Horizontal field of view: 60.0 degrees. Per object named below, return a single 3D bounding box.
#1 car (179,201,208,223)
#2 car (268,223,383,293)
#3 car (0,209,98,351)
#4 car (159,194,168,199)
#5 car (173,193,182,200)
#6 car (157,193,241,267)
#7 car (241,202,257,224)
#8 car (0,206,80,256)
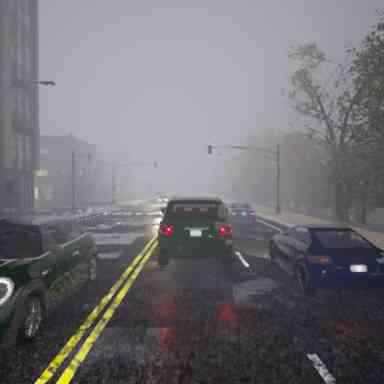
[{"bbox_3d":[0.093,1.419,24.635,1.895,1.301,4.718,0,0,0],"label":"car"},{"bbox_3d":[3.350,1.499,8.701,1.994,1.385,4.181,0,0,0],"label":"car"},{"bbox_3d":[-3.351,1.304,6.255,2.097,1.767,4.553,0,1,0],"label":"car"},{"bbox_3d":[-6.628,1.029,77.640,1.895,1.301,4.718,0,0,0],"label":"car"},{"bbox_3d":[-3.377,0.911,77.682,1.882,1.535,5.008,0,0,0],"label":"car"},{"bbox_3d":[0.097,1.137,11.243,2.150,2.045,5.566,0,0,0],"label":"car"},{"bbox_3d":[3.308,1.376,23.186,2.033,1.411,5.357,0,0,3],"label":"car"},{"bbox_3d":[-6.601,1.444,13.904,2.033,1.411,5.357,0,0,0],"label":"car"}]
